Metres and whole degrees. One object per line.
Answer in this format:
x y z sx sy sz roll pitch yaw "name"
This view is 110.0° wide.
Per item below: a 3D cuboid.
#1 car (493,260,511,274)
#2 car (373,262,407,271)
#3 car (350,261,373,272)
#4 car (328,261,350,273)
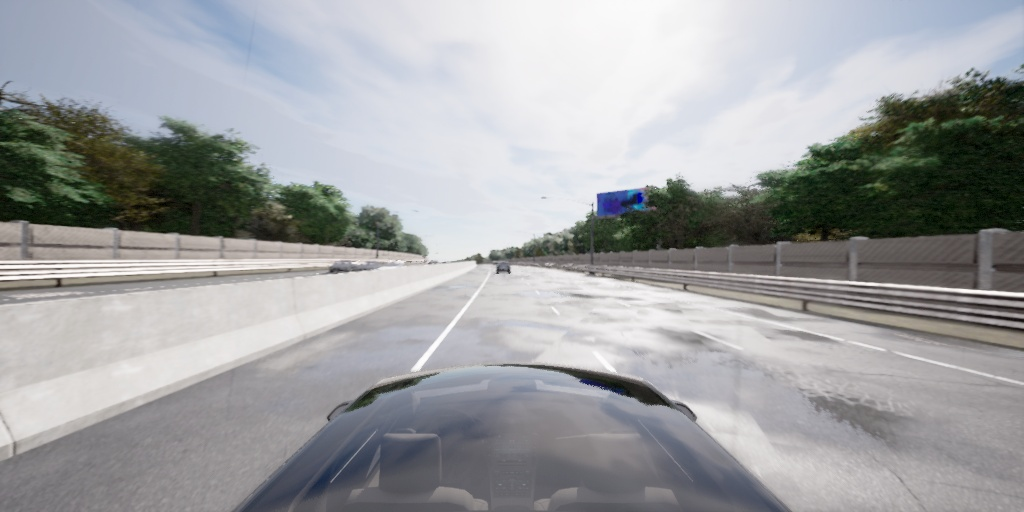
-1.208 1.521 49.471 2.033 1.649 4.856 1 0 -3 "car"
-11.222 1.272 34.145 1.812 1.442 4.674 1 0 -2 "car"
-14.856 1.262 37.643 1.994 1.385 4.181 1 0 -2 "car"
-18.416 1.202 39.484 1.994 1.385 4.181 1 0 -2 "car"
